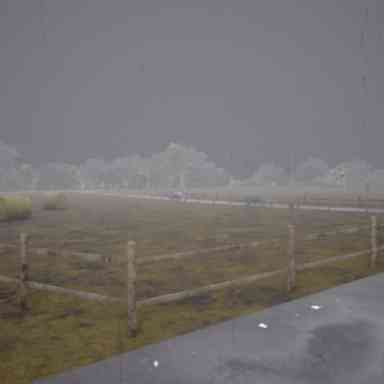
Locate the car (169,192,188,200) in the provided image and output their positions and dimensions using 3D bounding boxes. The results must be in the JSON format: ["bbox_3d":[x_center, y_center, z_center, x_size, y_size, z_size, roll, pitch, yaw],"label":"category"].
[{"bbox_3d":[-2.504,0.740,61.339,1.812,1.442,4.674,1,1,-36],"label":"car"}]

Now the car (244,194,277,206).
[{"bbox_3d":[9.193,1.054,44.871,2.128,1.511,4.902,1,0,-36],"label":"car"}]
